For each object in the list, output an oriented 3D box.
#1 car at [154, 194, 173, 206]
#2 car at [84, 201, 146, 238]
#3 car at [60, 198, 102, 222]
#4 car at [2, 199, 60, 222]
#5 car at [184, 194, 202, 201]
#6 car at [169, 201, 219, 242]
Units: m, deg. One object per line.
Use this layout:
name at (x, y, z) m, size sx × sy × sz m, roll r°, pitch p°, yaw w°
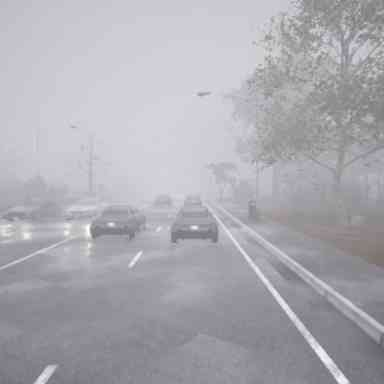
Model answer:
car at (-3.391, 0.878, 40.040) m, size 1.994 × 1.385 × 4.181 m, roll 0°, pitch 1°, yaw 0°
car at (-3.396, 1.300, 15.989) m, size 1.994 × 1.385 × 4.181 m, roll 0°, pitch 1°, yaw 0°
car at (-7.093, 1.142, 22.842) m, size 1.812 × 1.442 × 4.674 m, roll 0°, pitch 1°, yaw 0°
car at (-10.594, 1.167, 22.649) m, size 2.033 × 1.411 × 5.357 m, roll 0°, pitch 1°, yaw 0°
car at (0.109, 0.943, 36.287) m, size 1.994 × 1.385 × 4.181 m, roll 0°, pitch 1°, yaw 0°
car at (0.104, 1.318, 14.939) m, size 1.994 × 1.385 × 4.181 m, roll 0°, pitch 1°, yaw 0°
